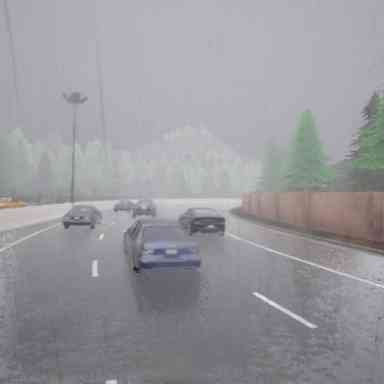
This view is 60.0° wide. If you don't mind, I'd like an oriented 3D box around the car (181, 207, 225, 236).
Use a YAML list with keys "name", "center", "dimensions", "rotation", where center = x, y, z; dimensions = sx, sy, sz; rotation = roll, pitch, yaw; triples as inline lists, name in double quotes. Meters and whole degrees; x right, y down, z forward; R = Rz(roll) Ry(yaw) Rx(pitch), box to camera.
- name: "car"
  center: [0.486, 1.640, 19.505]
  dimensions: [1.882, 1.535, 5.008]
  rotation: [1, 0, -11]

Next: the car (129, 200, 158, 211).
- name: "car"
  center: [-4.418, 1.507, 32.014]
  dimensions: [2.097, 1.767, 4.553]
  rotation: [1, 0, -3]

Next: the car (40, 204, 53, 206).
- name: "car"
  center: [-15.168, 1.306, 35.574]
  dimensions: [2.097, 1.767, 4.553]
  rotation: [1, 0, 0]

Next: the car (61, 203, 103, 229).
- name: "car"
  center: [-7.044, 1.568, 21.839]
  dimensions: [2.033, 1.411, 5.357]
  rotation: [1, 0, -8]

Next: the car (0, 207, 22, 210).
- name: "car"
  center: [-18.632, 1.341, 33.189]
  dimensions: [1.882, 1.535, 5.008]
  rotation: [1, 0, -1]

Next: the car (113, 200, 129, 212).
- name: "car"
  center: [-7.918, 1.689, 39.801]
  dimensions: [2.033, 1.411, 5.357]
  rotation: [1, 0, 2]

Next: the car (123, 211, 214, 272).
- name: "car"
  center: [-1.202, 1.609, 11.083]
  dimensions: [2.033, 1.411, 5.357]
  rotation: [1, 0, -15]
